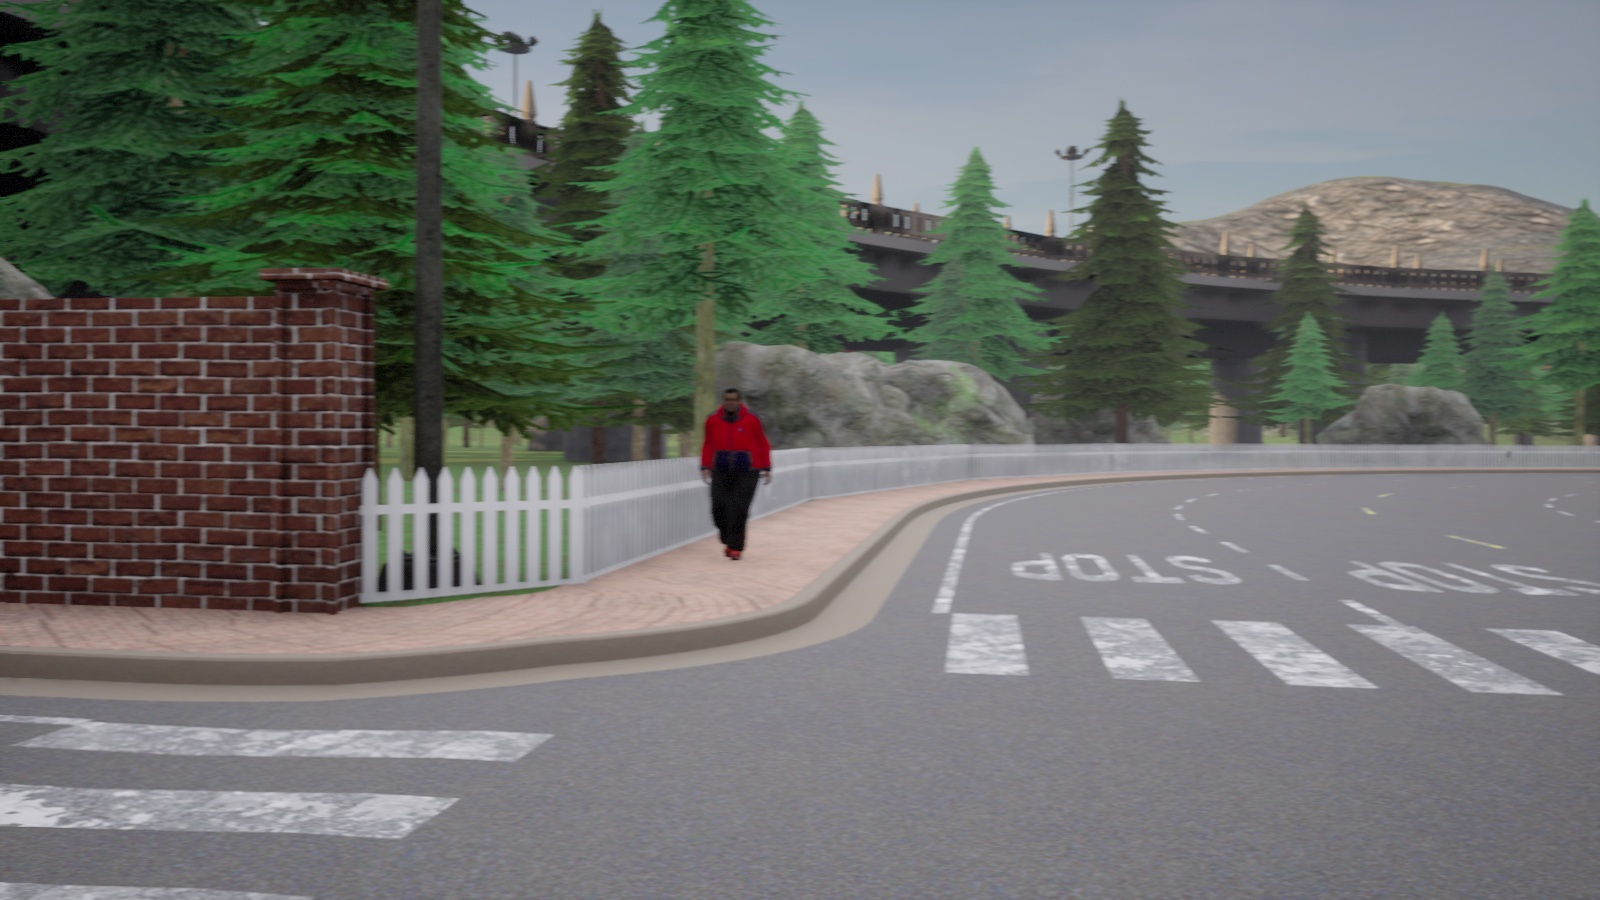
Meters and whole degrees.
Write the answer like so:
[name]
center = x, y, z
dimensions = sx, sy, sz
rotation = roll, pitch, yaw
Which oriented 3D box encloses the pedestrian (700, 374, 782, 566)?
[pedestrian]
center = -0.578, 0.188, 12.557
dimensions = 0.634, 1.844, 0.899
rotation = 0, 1, 8
